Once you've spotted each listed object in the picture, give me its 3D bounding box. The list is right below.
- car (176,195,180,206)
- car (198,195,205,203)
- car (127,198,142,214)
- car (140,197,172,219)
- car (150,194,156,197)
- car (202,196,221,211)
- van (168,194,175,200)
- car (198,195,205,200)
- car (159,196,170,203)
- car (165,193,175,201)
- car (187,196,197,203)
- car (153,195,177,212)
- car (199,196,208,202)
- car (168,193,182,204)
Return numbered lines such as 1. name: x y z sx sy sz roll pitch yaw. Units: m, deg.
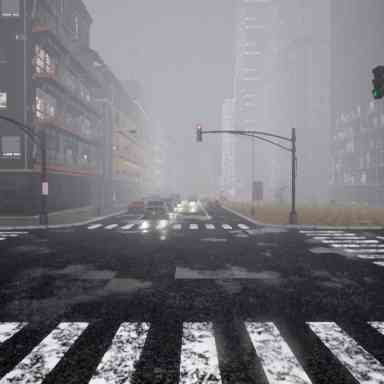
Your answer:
1. car: -3.101 1.522 48.811 1.812 1.442 4.674 0 0 0
2. car: 2.631 1.551 63.715 2.008 1.369 4.403 -1 0 0
3. car: -5.709 1.540 35.411 1.887 1.381 4.507 -1 0 0
4. car: -3.106 1.501 29.382 1.837 1.490 4.892 0 0 0
5. car: -5.712 1.436 41.060 1.967 1.590 4.097 -1 0 0
6. car: 2.636 1.540 41.120 1.887 1.381 4.507 -1 0 0
7. van: -5.727 1.350 91.900 1.690 1.788 3.998 -1 0 0
8. car: 2.623 1.535 92.131 1.752 1.417 4.829 -1 0 0
9. car: -5.718 1.584 69.305 1.802 1.307 4.206 -1 0 0
10. car: -5.726 1.322 86.252 2.192 1.841 5.009 -1 0 0
11. car: 0.084 1.479 69.837 1.882 1.535 5.008 0 0 0
12. car: -3.105 1.473 38.928 1.882 1.535 5.008 0 0 0
13. car: 2.628 1.548 75.014 1.887 1.381 4.507 -1 0 0
14. car: -3.054 1.219 59.366 2.150 2.045 5.566 0 0 1
